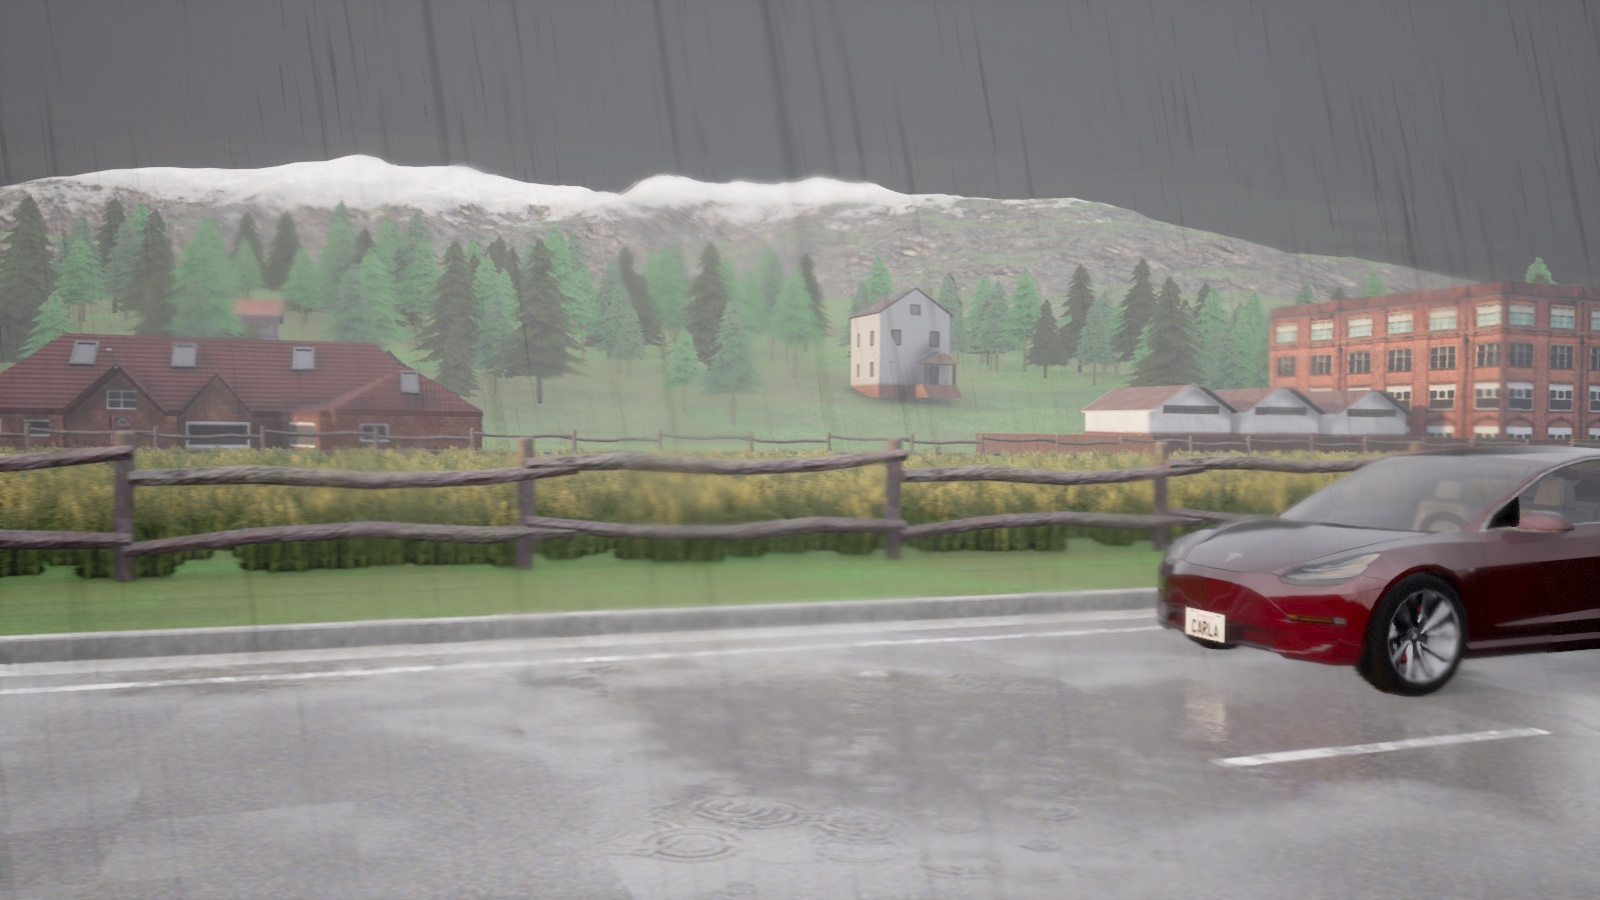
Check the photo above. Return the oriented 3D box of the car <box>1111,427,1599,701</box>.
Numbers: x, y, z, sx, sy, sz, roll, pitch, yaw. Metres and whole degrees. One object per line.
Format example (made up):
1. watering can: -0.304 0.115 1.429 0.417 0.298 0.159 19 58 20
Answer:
1. car: 4.852 0.602 8.825 4.792 1.488 2.163 -1 1 -21
